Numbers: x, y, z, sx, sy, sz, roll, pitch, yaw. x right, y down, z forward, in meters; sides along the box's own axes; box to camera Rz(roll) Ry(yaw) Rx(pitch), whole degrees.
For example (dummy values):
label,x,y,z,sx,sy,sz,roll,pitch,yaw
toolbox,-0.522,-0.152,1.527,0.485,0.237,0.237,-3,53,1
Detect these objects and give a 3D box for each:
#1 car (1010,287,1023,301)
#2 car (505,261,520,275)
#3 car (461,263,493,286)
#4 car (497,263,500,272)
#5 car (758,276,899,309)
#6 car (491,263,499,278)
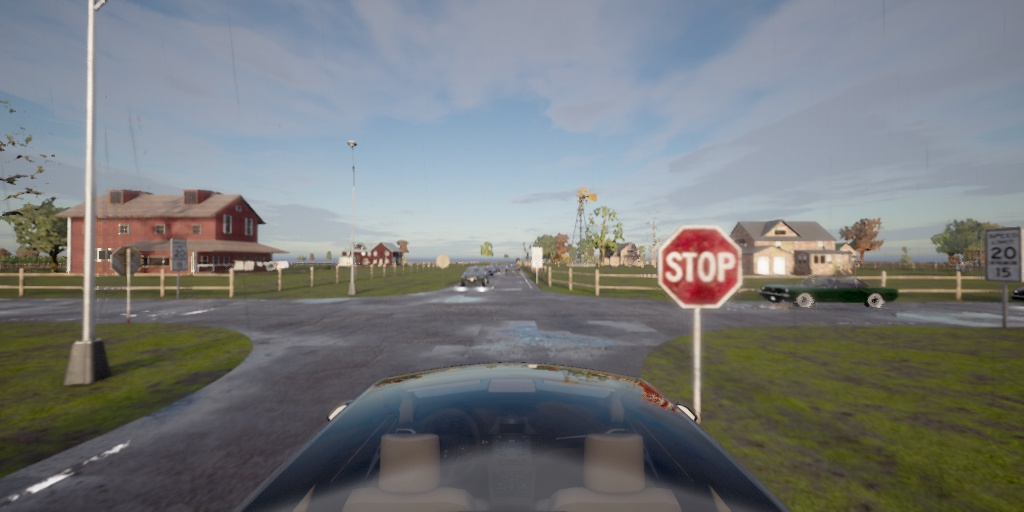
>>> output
label,x,y,z,sx,sy,sz,roll,pitch,yaw
car,25.461,1.544,15.594,5.357,1.411,2.033,0,-1,0
car,0.115,1.746,47.620,2.128,1.511,4.902,0,-1,0
car,-2.870,1.554,28.652,1.837,1.490,4.892,0,-1,2
car,-2.801,1.844,55.634,1.837,1.490,4.892,0,0,0
car,13.647,1.553,15.696,4.718,1.301,1.895,0,-1,1
car,-2.832,1.782,40.795,1.895,1.301,4.718,0,-1,0
